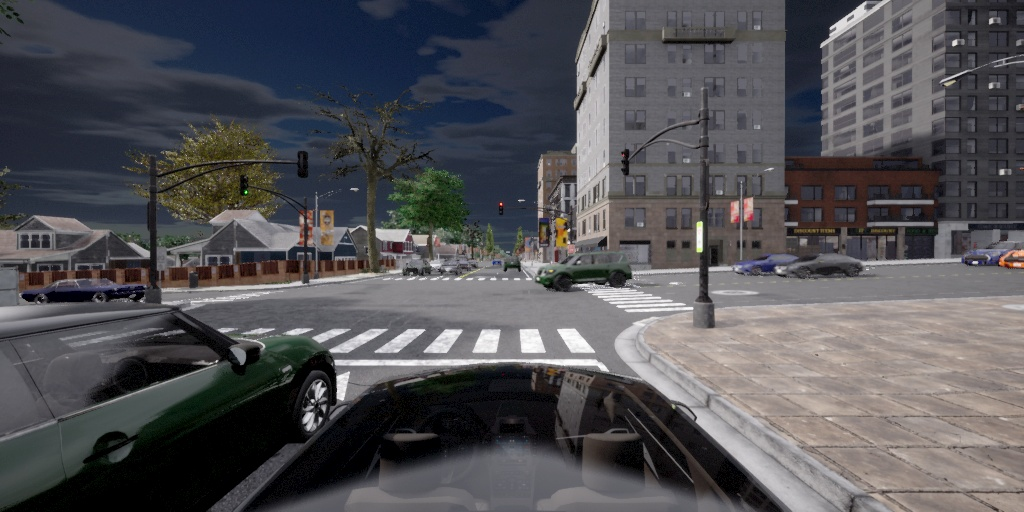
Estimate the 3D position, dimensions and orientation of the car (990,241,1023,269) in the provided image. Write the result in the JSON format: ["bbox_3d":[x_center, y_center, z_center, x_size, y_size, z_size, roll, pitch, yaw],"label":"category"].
[{"bbox_3d":[32.908,-0.135,21.772,4.553,1.767,2.097,-2,0,0],"label":"car"}]

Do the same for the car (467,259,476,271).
[{"bbox_3d":[-6.629,1.335,49.266,2.033,1.411,5.357,0,0,0],"label":"car"}]

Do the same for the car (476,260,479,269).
[{"bbox_3d":[-6.625,1.321,59.612,1.837,1.490,4.892,0,0,0],"label":"car"}]

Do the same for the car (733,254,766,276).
[{"bbox_3d":[17.970,0.589,24.981,4.674,1.442,1.812,-2,0,0],"label":"car"}]

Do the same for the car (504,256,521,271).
[{"bbox_3d":[0.054,1.010,49.379,2.150,2.045,5.566,0,0,0],"label":"car"}]

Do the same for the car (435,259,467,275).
[{"bbox_3d":[-6.618,1.262,39.548,2.128,1.511,4.902,0,0,0],"label":"car"}]

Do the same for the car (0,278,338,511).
[{"bbox_3d":[-3.151,1.102,2.482,2.097,1.767,4.553,0,0,0],"label":"car"}]

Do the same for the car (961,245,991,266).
[{"bbox_3d":[34.555,-0.203,25.025,4.553,1.767,2.097,-2,0,0],"label":"car"}]

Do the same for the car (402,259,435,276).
[{"bbox_3d":[-9.868,1.120,37.471,2.097,1.767,4.553,0,0,0],"label":"car"}]

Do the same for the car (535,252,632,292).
[{"bbox_3d":[4.093,0.836,20.464,5.566,2.045,2.150,-2,0,-15],"label":"car"}]

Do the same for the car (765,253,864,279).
[{"bbox_3d":[18.522,0.578,21.735,4.674,1.442,1.812,-2,0,0],"label":"car"}]

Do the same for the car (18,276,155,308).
[{"bbox_3d":[-21.627,1.806,18.370,4.718,1.301,1.895,-2,0,0],"label":"car"}]
